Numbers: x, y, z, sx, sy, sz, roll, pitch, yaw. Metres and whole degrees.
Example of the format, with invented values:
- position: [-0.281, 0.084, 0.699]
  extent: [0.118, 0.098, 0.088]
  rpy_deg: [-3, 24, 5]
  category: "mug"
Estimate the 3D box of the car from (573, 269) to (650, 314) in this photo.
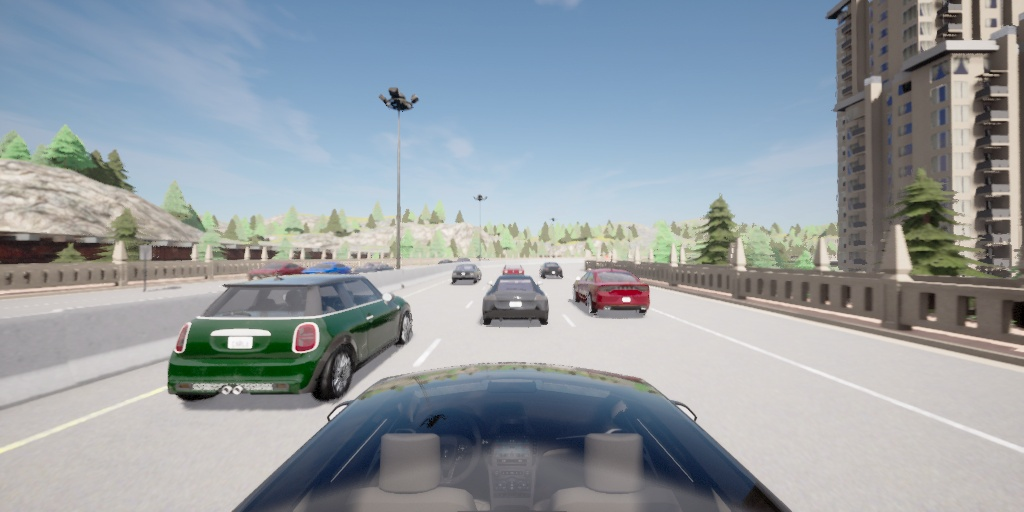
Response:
- position: [3.604, 1.224, 13.762]
  extent: [1.882, 1.535, 5.008]
  rpy_deg: [0, 0, 0]
  category: "car"

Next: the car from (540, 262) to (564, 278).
- position: [3.617, 1.264, 33.469]
  extent: [1.812, 1.442, 4.674]
  rpy_deg: [0, 0, 0]
  category: "car"

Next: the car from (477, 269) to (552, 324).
- position: [0.103, 1.312, 11.992]
  extent: [1.994, 1.385, 4.181]
  rpy_deg: [0, 0, 0]
  category: "car"

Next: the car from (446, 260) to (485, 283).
- position: [-3.393, 1.289, 27.419]
  extent: [2.033, 1.411, 5.357]
  rpy_deg: [0, 0, 0]
  category: "car"

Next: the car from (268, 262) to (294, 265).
- position: [-17.577, 1.220, 27.121]
  extent: [1.882, 1.535, 5.008]
  rpy_deg: [0, 0, 0]
  category: "car"

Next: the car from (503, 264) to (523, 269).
- position: [0.109, 1.340, 31.783]
  extent: [1.895, 1.301, 4.718]
  rpy_deg: [0, 0, 0]
  category: "car"

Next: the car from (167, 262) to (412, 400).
- position: [-3.399, 1.102, 6.611]
  extent: [2.097, 1.767, 4.553]
  rpy_deg: [0, 0, 0]
  category: "car"

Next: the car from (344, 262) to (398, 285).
- position: [-10.575, 1.234, 27.331]
  extent: [2.128, 1.511, 4.902]
  rpy_deg: [0, 0, 0]
  category: "car"
